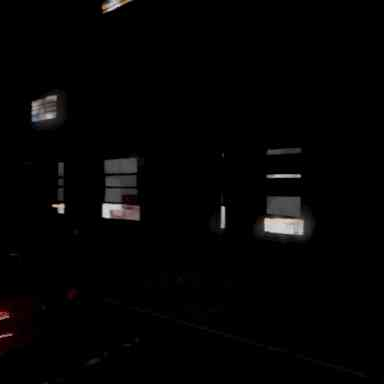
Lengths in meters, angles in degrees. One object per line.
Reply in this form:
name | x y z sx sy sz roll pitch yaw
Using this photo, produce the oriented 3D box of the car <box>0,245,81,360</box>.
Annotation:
car | -3.524 1.541 5.374 4.206 1.307 1.802 0 1 35
